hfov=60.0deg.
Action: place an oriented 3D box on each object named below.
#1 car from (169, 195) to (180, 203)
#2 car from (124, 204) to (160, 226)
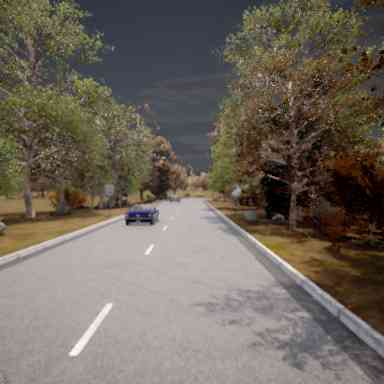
[{"bbox_3d":[-3.268,1.267,63.383,1.812,1.442,4.674,0,0,1],"label":"car"},{"bbox_3d":[-3.346,1.525,22.887,1.895,1.301,4.718,0,0,0],"label":"car"}]
